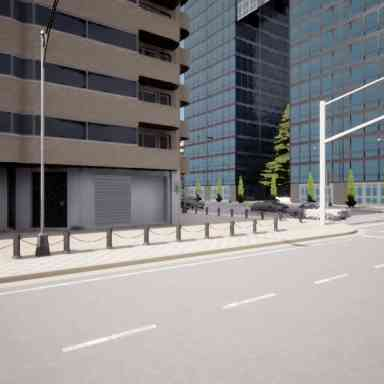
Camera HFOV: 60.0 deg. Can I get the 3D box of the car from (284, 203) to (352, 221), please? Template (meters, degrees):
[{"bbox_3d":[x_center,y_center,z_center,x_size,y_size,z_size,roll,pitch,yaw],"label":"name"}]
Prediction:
[{"bbox_3d":[10.077,1.545,26.556,1.895,1.301,4.718,0,0,-36],"label":"car"}]

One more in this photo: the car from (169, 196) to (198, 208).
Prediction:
[{"bbox_3d":[-1.257,1.448,48.506,1.837,1.490,4.892,0,0,-35],"label":"car"}]

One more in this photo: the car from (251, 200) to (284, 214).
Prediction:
[{"bbox_3d":[8.203,1.508,35.091,1.994,1.385,4.181,0,0,-36],"label":"car"}]

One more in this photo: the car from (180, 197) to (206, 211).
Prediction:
[{"bbox_3d":[-0.266,1.450,40.997,1.837,1.490,4.892,0,0,-35],"label":"car"}]
